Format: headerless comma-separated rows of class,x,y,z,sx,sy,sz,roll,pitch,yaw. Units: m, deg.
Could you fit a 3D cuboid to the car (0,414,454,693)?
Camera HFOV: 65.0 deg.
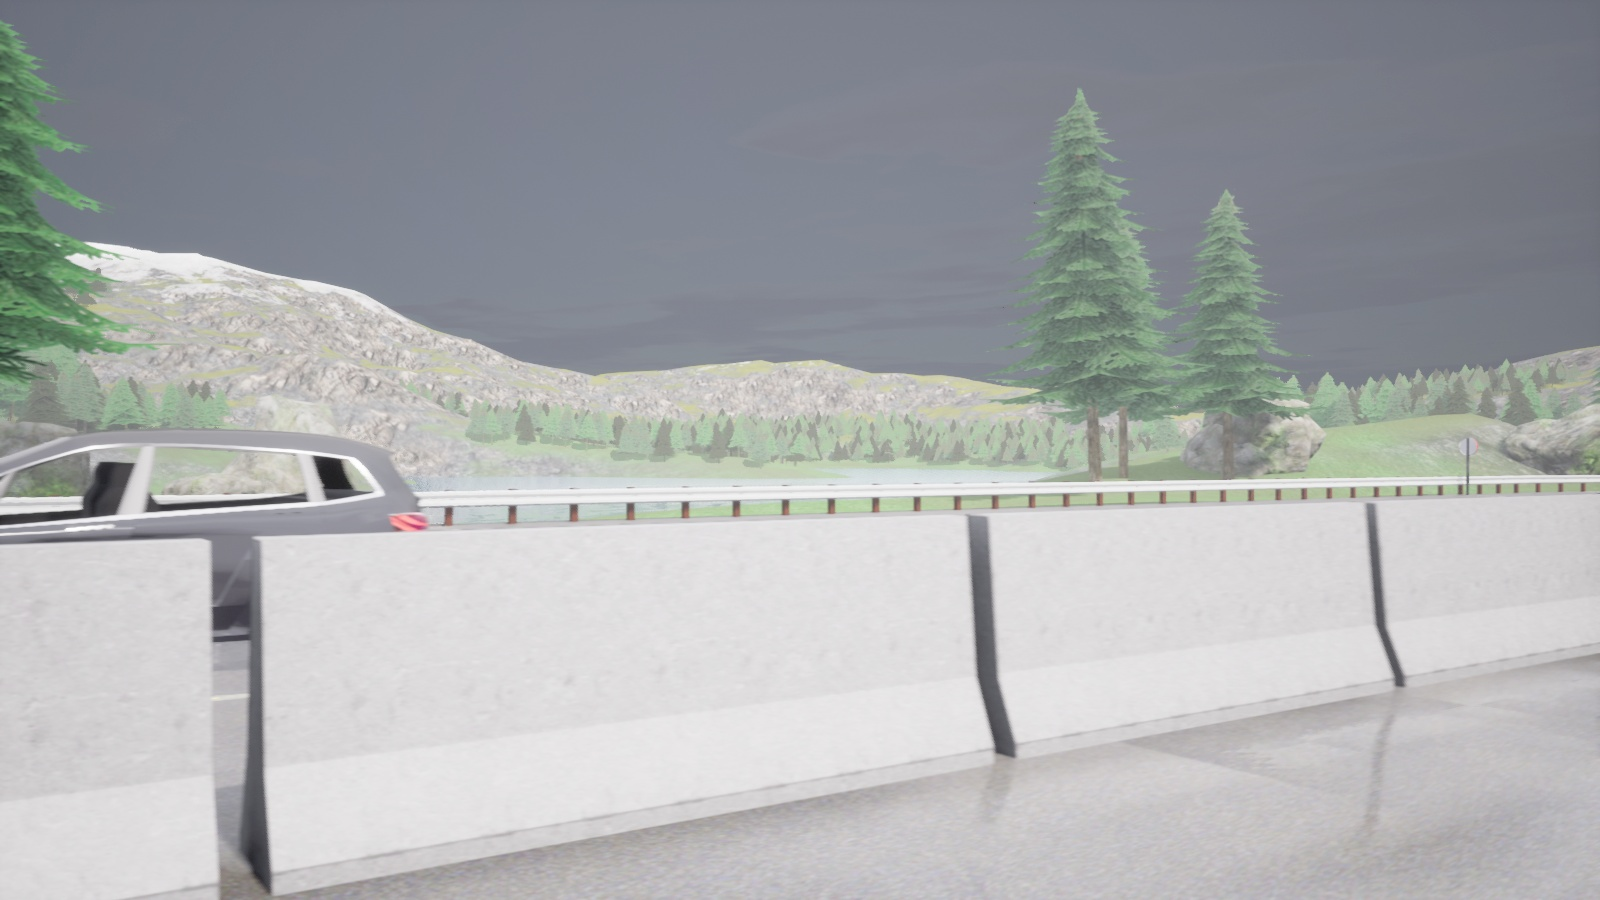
car,-5.036,0.623,8.682,4.611,1.667,2.242,0,0,-35
